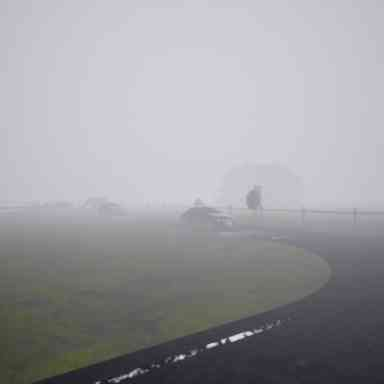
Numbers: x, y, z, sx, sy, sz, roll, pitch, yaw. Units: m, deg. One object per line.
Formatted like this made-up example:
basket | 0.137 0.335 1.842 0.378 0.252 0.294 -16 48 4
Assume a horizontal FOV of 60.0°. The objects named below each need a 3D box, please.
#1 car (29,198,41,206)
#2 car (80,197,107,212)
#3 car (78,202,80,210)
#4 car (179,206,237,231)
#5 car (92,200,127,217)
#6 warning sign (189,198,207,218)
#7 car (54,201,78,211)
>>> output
car | -39.623 2.510 84.045 2.097 1.767 4.553 2 -2 -36
car | -13.530 1.776 46.838 2.150 2.045 5.566 2 -2 -35
car | -19.853 2.211 55.401 1.812 1.442 4.674 2 -2 -36
car | 0.932 1.683 22.169 1.812 1.442 4.674 2 -2 -36
car | -8.558 1.870 35.151 1.812 1.442 4.674 2 -2 -36
warning sign | 0.562 1.481 31.690 1.300 1.860 1.060 2 -1 -36
car | -19.119 2.086 49.743 1.882 1.535 5.008 2 -2 -36
